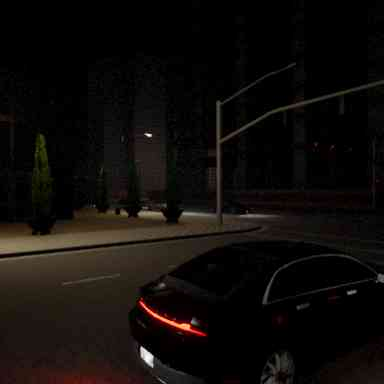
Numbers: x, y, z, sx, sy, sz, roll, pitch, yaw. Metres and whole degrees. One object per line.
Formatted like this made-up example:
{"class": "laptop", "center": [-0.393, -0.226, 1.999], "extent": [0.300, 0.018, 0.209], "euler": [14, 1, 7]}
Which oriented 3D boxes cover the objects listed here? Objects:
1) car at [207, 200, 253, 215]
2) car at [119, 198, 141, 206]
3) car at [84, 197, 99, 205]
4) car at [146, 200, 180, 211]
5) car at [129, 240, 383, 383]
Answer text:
{"class": "car", "center": [3.763, 1.520, 34.287], "extent": [2.033, 1.411, 5.357], "euler": [0, 0, -36]}
{"class": "car", "center": [-9.961, 1.574, 53.272], "extent": [1.895, 1.301, 4.718], "euler": [0, 0, -36]}
{"class": "car", "center": [-17.031, 1.550, 57.160], "extent": [1.994, 1.385, 4.181], "euler": [0, 0, -36]}
{"class": "car", "center": [-3.340, 1.586, 38.125], "extent": [1.895, 1.301, 4.718], "euler": [0, 0, -36]}
{"class": "car", "center": [1.504, 1.490, 4.929], "extent": [4.892, 1.490, 1.837], "euler": [0, 0, -35]}
